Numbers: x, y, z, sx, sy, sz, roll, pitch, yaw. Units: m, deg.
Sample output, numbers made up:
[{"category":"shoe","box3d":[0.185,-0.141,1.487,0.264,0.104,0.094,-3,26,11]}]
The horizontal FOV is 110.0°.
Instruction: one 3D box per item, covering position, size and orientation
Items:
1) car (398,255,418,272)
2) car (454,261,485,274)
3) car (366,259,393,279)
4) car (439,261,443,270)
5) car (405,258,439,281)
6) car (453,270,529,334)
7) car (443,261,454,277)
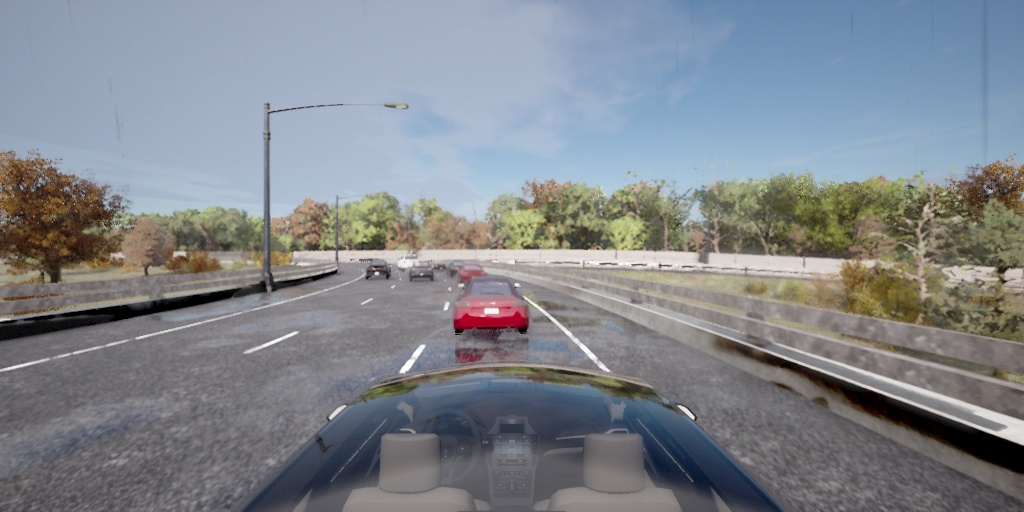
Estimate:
[{"category":"car","box3d":[-13.093,0.886,45.336,2.150,2.045,5.566,0,0,-24]},{"category":"car","box3d":[-2.840,1.229,24.867,1.812,1.442,4.674,0,0,-12]},{"category":"car","box3d":[-11.624,1.194,31.328,1.837,1.490,4.892,0,-1,-17]},{"category":"car","box3d":[-9.545,1.262,45.938,1.895,1.301,4.718,0,0,-23]},{"category":"car","box3d":[-7.438,1.187,29.409,2.128,1.511,4.902,0,0,-15]},{"category":"car","box3d":[-0.663,1.296,10.669,1.994,1.385,4.181,0,0,-5]},{"category":"car","box3d":[-5.153,1.211,34.007,1.812,1.442,4.674,0,0,-16]}]
